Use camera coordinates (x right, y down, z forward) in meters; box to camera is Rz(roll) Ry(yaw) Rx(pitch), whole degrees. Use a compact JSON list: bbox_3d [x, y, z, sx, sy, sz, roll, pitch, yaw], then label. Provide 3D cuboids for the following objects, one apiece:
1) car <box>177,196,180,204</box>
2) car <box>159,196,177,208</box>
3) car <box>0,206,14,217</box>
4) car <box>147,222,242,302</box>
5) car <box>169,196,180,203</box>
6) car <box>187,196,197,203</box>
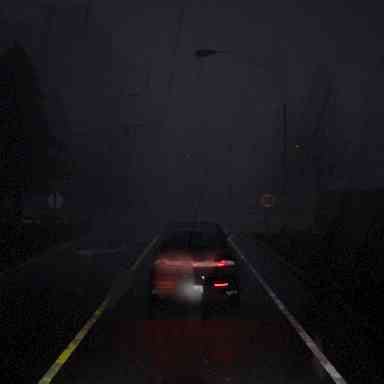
[{"bbox_3d":[-3.509,1.472,57.285,1.882,1.535,5.008,0,0,0],"label":"car"},{"bbox_3d":[-3.524,1.521,46.841,1.812,1.442,4.674,0,0,0],"label":"car"},{"bbox_3d":[-15.628,1.577,25.687,4.181,1.385,1.994,0,0,-1],"label":"car"},{"bbox_3d":[0.065,1.491,8.242,2.128,1.511,4.902,0,0,1],"label":"car"},{"bbox_3d":[-3.430,1.557,67.336,1.994,1.385,4.181,0,0,1],"label":"car"},{"bbox_3d":[0.091,1.485,69.472,2.128,1.511,4.902,0,0,0],"label":"car"}]
